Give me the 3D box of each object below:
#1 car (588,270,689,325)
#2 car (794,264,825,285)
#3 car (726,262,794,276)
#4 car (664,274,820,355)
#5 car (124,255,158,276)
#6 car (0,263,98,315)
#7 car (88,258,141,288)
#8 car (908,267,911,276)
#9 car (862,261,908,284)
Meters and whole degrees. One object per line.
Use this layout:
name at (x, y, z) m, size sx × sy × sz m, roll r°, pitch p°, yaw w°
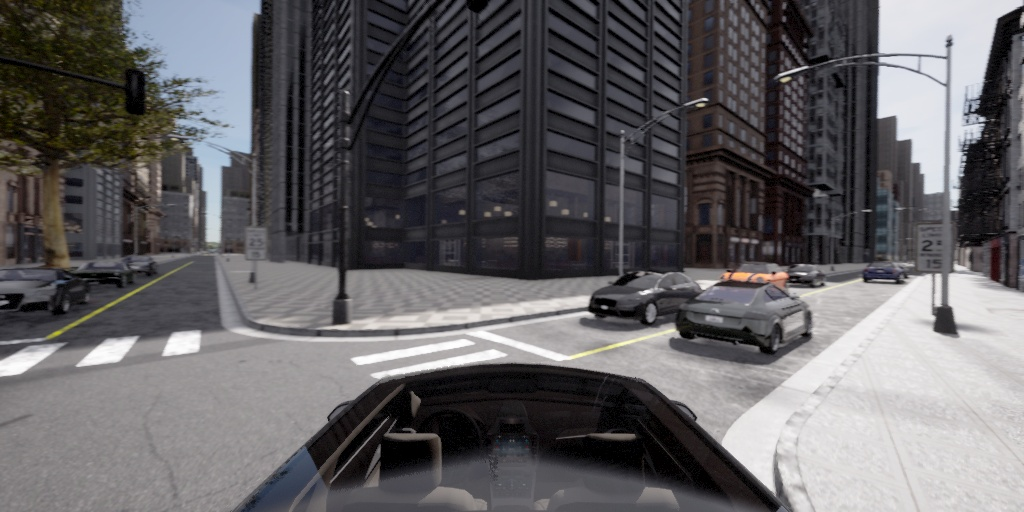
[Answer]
car at (4.516, 1.233, 11.845) m, size 4.892 × 1.490 × 1.837 m, roll 0°, pitch 0°, yaw -40°
car at (20.286, 1.311, 24.983) m, size 4.892 × 1.490 × 1.837 m, roll 0°, pitch 0°, yaw -40°
car at (12.416, 1.120, 18.430) m, size 4.553 × 1.767 × 2.097 m, roll 0°, pitch 0°, yaw -40°
car at (5.845, 1.321, 8.917) m, size 4.181 × 1.385 × 1.994 m, roll 0°, pitch 0°, yaw -40°
car at (-28.073, 0.710, 26.906) m, size 2.128 × 1.511 × 4.902 m, roll 1°, pitch 0°, yaw -40°
car at (-15.023, 1.054, 11.162) m, size 1.994 × 1.385 × 4.181 m, roll 1°, pitch 0°, yaw -40°
car at (-21.443, 0.953, 18.899) m, size 1.895 × 1.301 × 4.718 m, roll 1°, pitch 0°, yaw -40°
car at (38.206, 1.416, 35.879) m, size 4.892 × 1.490 × 1.837 m, roll 0°, pitch 0°, yaw -39°
car at (30.334, 1.230, 29.259) m, size 4.553 × 1.767 × 2.097 m, roll 0°, pitch 0°, yaw -39°
